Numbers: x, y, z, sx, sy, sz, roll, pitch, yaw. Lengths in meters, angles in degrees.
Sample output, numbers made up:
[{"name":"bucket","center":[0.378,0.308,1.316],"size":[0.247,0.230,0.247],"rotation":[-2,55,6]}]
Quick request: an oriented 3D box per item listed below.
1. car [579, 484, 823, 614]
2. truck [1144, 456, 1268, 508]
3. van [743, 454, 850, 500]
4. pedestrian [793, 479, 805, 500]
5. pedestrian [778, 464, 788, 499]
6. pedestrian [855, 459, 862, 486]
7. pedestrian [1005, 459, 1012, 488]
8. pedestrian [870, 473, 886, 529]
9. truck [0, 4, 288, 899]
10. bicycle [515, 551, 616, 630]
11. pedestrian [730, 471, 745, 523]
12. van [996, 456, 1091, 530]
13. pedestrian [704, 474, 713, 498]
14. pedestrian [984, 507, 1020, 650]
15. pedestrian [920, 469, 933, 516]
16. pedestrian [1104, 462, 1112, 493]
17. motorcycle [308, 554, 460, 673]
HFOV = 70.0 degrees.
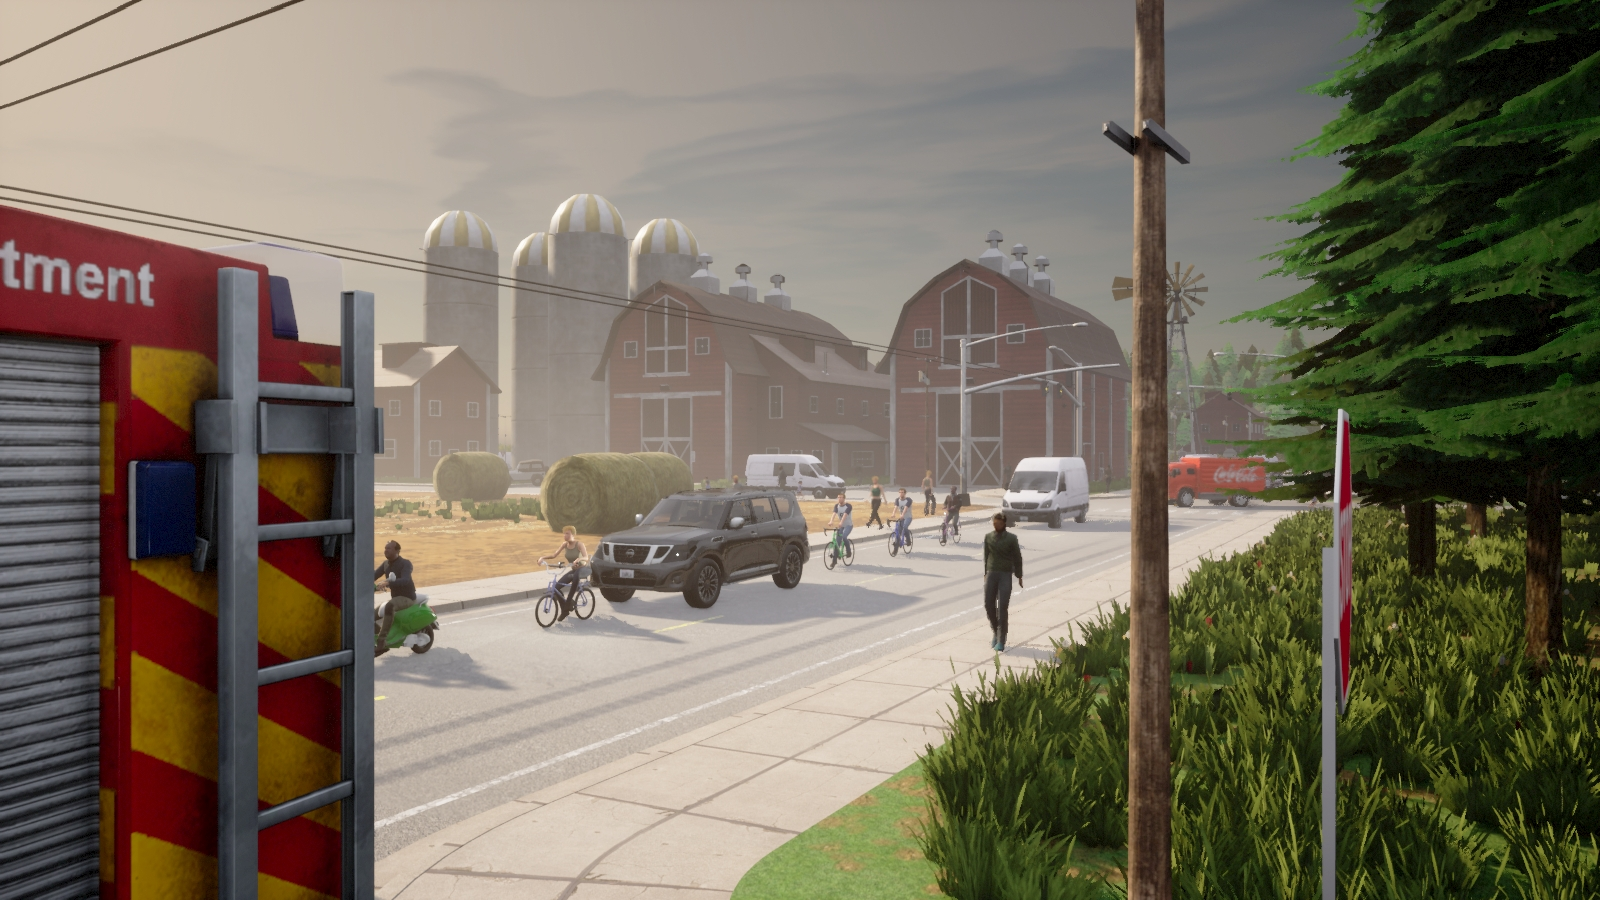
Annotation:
[{"name":"car","center":[-1.733,1.779,22.472],"size":[2.150,2.045,5.566],"rotation":[0,0,27]},{"name":"truck","center":[20.111,1.553,56.748],"size":[5.204,2.467,2.627],"rotation":[0,0,-8]},{"name":"van","center":[-0.220,1.504,65.696],"size":[5.915,2.561,1.988],"rotation":[0,0,27]},{"name":"pedestrian","center":[-0.039,2.049,59.233],"size":[0.500,1.100,0.500],"rotation":[0,0,16]},{"name":"pedestrian","center":[-0.907,1.670,60.290],"size":[0.375,1.860,0.375],"rotation":[0,0,27]},{"name":"pedestrian","center":[4.025,1.551,78.629],"size":[0.375,1.860,0.375],"rotation":[0,0,42]},{"name":"pedestrian","center":[13.711,1.551,75.120],"size":[0.375,1.860,0.375],"rotation":[0,0,21]},{"name":"pedestrian","center":[2.583,1.695,38.012],"size":[0.375,1.860,0.375],"rotation":[0,0,40]},{"name":"truck","center":[-6.051,0.867,3.689],"size":[8.468,3.827,2.891],"rotation":[0,0,21]},{"name":"bicycle","center":[-3.808,2.256,18.627],"size":[0.859,1.080,1.487],"rotation":[0,0,28]},{"name":"pedestrian","center":[-2.238,1.677,41.002],"size":[0.375,1.860,0.375],"rotation":[0,0,34]},{"name":"van","center":[9.299,1.535,43.190],"size":[1.988,2.561,5.915],"rotation":[0,0,28]},{"name":"pedestrian","center":[-5.023,1.951,62.785],"size":[0.375,1.300,0.375],"rotation":[0,0,25]},{"name":"pedestrian","center":[2.689,1.696,15.224],"size":[0.375,1.860,0.375],"rotation":[0,0,28]},{"name":"pedestrian","center":[5.089,1.691,45.820],"size":[0.375,1.860,0.375],"rotation":[0,0,35]},{"name":"pedestrian","center":[18.789,1.695,69.758],"size":[0.375,1.860,0.375],"rotation":[0,0,30]},{"name":"motorcycle","center":[-5.549,2.142,15.359],"size":[0.856,1.316,1.805],"rotation":[0,0,28]}]
